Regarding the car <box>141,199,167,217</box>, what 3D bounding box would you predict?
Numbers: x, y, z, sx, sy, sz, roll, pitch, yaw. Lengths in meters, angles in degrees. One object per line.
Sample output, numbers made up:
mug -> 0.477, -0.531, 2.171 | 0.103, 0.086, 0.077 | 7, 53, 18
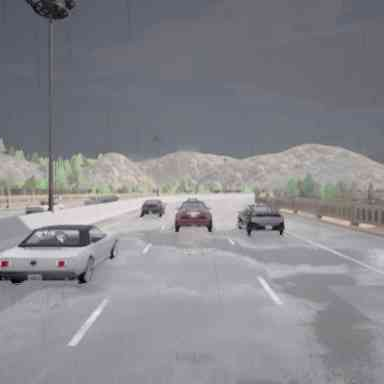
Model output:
car -> -3.411, 1.404, 29.718 | 1.837, 1.490, 4.892 | 0, 0, 0

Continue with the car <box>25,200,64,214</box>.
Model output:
car -> -14.094, 1.492, 31.979 | 1.895, 1.301, 4.718 | 0, 0, 0

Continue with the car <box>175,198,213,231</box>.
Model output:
car -> 0.092, 1.283, 20.121 | 2.097, 1.767, 4.553 | 0, 0, 0

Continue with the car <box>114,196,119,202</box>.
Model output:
car -> -15.522, 1.349, 63.659 | 1.994, 1.385, 4.181 | 0, 0, 11

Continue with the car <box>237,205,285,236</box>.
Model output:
car -> 3.592, 1.430, 17.964 | 2.128, 1.511, 4.902 | 0, 0, 0

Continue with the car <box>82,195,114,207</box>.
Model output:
car -> -10.585, 1.367, 36.691 | 2.128, 1.511, 4.902 | 0, 0, 0

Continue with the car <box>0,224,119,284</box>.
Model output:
car -> -3.411, 1.568, 9.446 | 1.895, 1.301, 4.718 | 0, 0, 0

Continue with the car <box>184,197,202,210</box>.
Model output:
car -> 0.101, 1.408, 40.940 | 2.033, 1.411, 5.357 | 0, 0, 0
